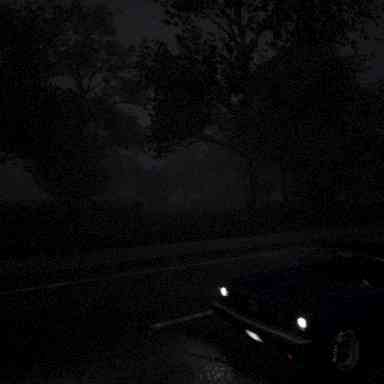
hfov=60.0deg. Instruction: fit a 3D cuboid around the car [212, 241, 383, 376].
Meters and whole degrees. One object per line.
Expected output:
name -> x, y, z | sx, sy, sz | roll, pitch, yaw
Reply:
car -> 2.669, 1.597, 5.631 | 4.718, 1.301, 1.895 | 0, 0, -33
